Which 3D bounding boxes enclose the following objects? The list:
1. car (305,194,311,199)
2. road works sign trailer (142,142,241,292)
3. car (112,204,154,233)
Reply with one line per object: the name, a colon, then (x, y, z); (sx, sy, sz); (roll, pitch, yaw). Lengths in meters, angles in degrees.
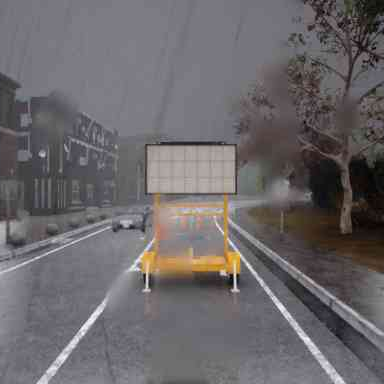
car: (28.817, 0.772, 78.538); (5.008, 1.535, 1.882); (-2, 0, -28)
road works sign trailer: (-0.021, 0.467, 8.899); (2.380, 3.560, 2.880); (0, 0, 0)
car: (-3.411, 1.497, 19.860); (2.128, 1.511, 4.902); (0, 0, 1)
